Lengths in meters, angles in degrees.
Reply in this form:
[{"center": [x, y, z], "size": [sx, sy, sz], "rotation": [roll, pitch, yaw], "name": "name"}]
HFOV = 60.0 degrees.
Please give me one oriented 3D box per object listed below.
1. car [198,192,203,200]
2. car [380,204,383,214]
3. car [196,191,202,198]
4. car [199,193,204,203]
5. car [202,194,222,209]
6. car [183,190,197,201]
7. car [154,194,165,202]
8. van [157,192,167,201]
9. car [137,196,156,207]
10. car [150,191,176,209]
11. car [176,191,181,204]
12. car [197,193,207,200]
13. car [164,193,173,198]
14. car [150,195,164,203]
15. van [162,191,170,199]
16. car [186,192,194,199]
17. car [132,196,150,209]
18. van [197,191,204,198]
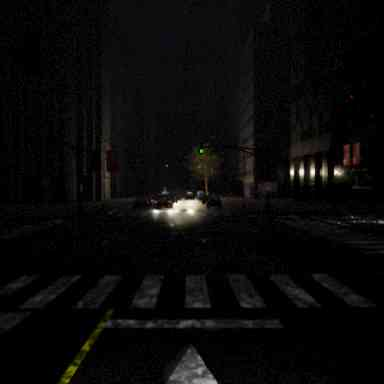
[{"center": [2.423, 1.152, 55.700], "size": [2.008, 1.369, 4.403], "rotation": [0, 0, -1], "name": "car"}, {"center": [16.271, 0.976, 23.959], "size": [5.008, 1.535, 1.882], "rotation": [-1, 1, 0], "name": "car"}, {"center": [2.333, 1.085, 65.572], "size": [2.008, 1.369, 4.403], "rotation": [0, 0, -1], "name": "car"}, {"center": [2.471, 1.184, 50.256], "size": [1.887, 1.381, 4.507], "rotation": [0, 0, -1], "name": "car"}, {"center": [2.570, 1.266, 39.368], "size": [2.008, 1.369, 4.403], "rotation": [0, 0, -1], "name": "car"}, {"center": [-0.451, 0.992, 68.204], "size": [1.882, 1.535, 5.008], "rotation": [0, 0, -1], "name": "car"}, {"center": [-6.179, 1.070, 64.100], "size": [1.752, 1.417, 4.829], "rotation": [0, 0, -1], "name": "car"}, {"center": [-6.230, 0.849, 69.681], "size": [1.690, 1.788, 3.998], "rotation": [0, 0, -1], "name": "van"}, {"center": [-6.000, 1.232, 44.286], "size": [2.008, 1.369, 4.403], "rotation": [0, 0, -1], "name": "car"}, {"center": [-3.274, 1.071, 38.869], "size": [2.097, 1.767, 4.553], "rotation": [0, 0, 0], "name": "car"}, {"center": [-3.385, 0.962, 54.501], "size": [2.097, 1.767, 4.553], "rotation": [0, 0, 0], "name": "car"}, {"center": [2.238, 1.030, 76.150], "size": [1.947, 1.339, 4.313], "rotation": [0, 0, -1], "name": "car"}, {"center": [-6.424, 0.917, 91.335], "size": [2.008, 1.369, 4.403], "rotation": [0, 0, -1], "name": "car"}, {"center": [-6.131, 1.146, 58.857], "size": [1.947, 1.339, 4.313], "rotation": [0, 0, -1], "name": "car"}, {"center": [-6.327, 0.777, 80.507], "size": [1.690, 1.788, 3.998], "rotation": [0, 0, -1], "name": "van"}, {"center": [-0.545, 0.822, 78.626], "size": [1.812, 1.442, 4.674], "rotation": [0, 0, -1], "name": "car"}, {"center": [-5.955, 1.267, 39.294], "size": [2.008, 1.369, 4.403], "rotation": [0, 0, -1], "name": "car"}, {"center": [2.142, 0.736, 86.725], "size": [1.690, 1.788, 3.998], "rotation": [0, 0, -1], "name": "van"}]
